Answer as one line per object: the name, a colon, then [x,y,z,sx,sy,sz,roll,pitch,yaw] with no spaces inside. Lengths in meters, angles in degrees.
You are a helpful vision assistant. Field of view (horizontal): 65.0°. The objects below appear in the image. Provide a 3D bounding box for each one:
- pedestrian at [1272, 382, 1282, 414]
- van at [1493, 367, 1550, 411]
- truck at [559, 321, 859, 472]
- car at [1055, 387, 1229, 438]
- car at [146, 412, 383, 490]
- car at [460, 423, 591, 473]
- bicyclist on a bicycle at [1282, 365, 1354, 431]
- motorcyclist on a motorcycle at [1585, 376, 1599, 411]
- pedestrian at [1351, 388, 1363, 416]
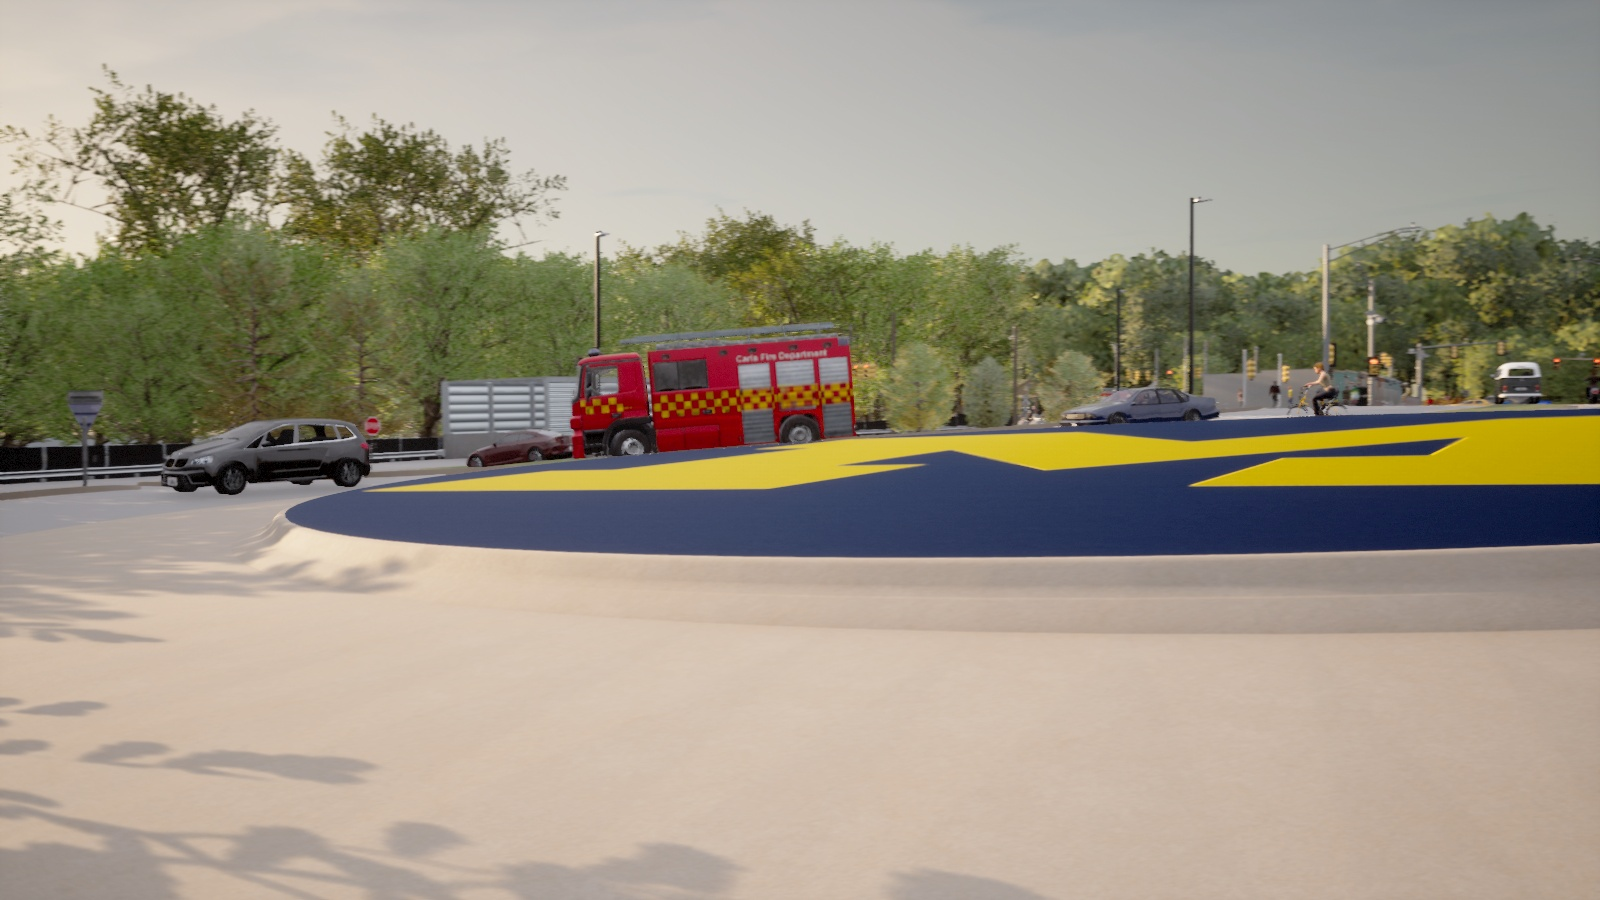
pedestrian: [28.182,-3.089,74.178,0.376,1.854,0.720,1,1,32]
van: [35.318,-2.965,61.586,2.069,2.038,4.480,1,2,26]
truck: [-2.724,-1.630,38.033,8.468,3.827,2.891,-4,3,-5]
car: [11.177,-1.232,40.988,5.357,1.411,2.033,-3,2,-23]
car: [-12.472,-0.052,29.510,2.242,1.667,4.611,1,2,36]
car: [-10.435,-0.065,47.652,4.674,1.442,1.812,-6,-2,27]
bicyclist on a bicycle: [13.291,-1.323,32.254,1.509,1.612,0.866,-1,1,37]
motorcyclist on a motorcycle: [38.189,-2.702,60.229,0.766,1.649,2.350,1,2,28]
pedestrian: [39.422,-3.420,88.832,0.659,1.952,0.873,1,1,18]
